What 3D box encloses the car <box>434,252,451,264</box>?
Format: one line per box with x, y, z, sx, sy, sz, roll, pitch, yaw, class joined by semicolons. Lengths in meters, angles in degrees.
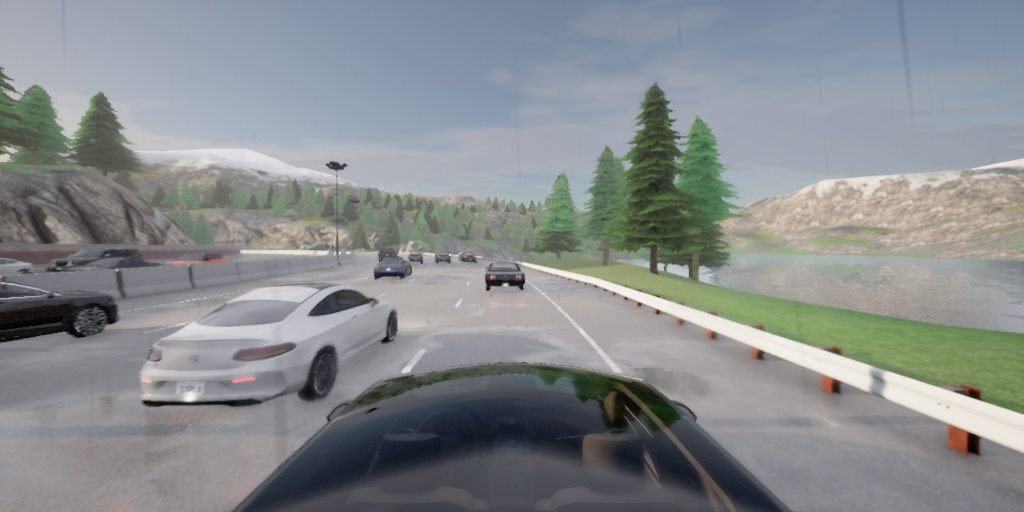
-9.407;0.204;48.301;2.128;1.511;4.902;0;1;-16;car

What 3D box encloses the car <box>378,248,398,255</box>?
-15.666;0.003;45.243;2.150;2.045;5.566;0;1;-16;car

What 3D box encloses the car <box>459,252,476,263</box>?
-6.212;0.202;49.918;1.812;1.442;4.674;0;1;-17;car

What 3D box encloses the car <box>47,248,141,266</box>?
-29.812;0.430;26.019;2.150;2.045;5.566;0;1;-9;car

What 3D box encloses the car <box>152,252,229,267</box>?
-22.753;0.563;25.935;2.097;1.767;4.553;0;1;-9;car

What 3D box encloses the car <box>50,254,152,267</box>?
-25.894;0.812;23.517;2.033;1.411;5.357;0;1;-8;car

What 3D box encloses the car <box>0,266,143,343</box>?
-10.449;1.132;6.650;2.128;1.511;4.902;0;1;-1;car

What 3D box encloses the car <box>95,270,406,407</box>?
-3.438;1.178;6.100;1.812;1.442;4.674;0;1;-1;car

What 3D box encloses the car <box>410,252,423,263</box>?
-13.038;0.205;48.286;2.128;1.511;4.902;0;1;-17;car

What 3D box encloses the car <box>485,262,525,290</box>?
-0.493;0.972;18.738;1.895;1.301;4.718;0;1;-5;car

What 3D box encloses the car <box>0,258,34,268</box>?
-32.806;0.820;22.177;1.812;1.442;4.674;0;1;-8;car

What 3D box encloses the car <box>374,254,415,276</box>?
-8.167;0.799;24.823;1.994;1.385;4.181;0;1;-8;car
